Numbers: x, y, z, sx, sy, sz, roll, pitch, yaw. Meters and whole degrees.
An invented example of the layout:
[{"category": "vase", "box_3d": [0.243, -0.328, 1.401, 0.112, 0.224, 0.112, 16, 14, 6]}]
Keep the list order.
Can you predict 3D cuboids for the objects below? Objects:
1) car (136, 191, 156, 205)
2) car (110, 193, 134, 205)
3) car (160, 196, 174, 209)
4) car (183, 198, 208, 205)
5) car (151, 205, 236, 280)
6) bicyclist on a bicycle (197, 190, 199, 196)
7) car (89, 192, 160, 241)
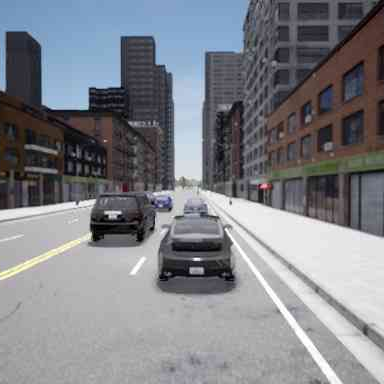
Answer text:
[{"category": "car", "box_3d": [-6.185, 0.751, 45.329, 2.097, 1.767, 4.553, 0, 1, 1]}, {"category": "car", "box_3d": [-9.436, 0.893, 45.197, 2.128, 1.511, 4.902, 0, 1, 1]}, {"category": "car", "box_3d": [-2.864, 1.079, 33.022, 1.812, 1.442, 4.674, 0, 1, 1]}, {"category": "car", "box_3d": [0.290, 1.199, 25.572, 2.033, 1.411, 5.357, 0, 1, 1]}, {"category": "car", "box_3d": [0.139, 1.376, 9.514, 1.837, 1.490, 4.892, 0, 1, 1]}, {"category": "bicyclist on a bicycle", "box_3d": [1.680, 0.347, 88.308, 0.582, 1.620, 1.656, 0, 0, 1]}, {"category": "car", "box_3d": [-3.024, 1.010, 15.507, 2.150, 2.045, 5.566, 0, 1, 1]}]
